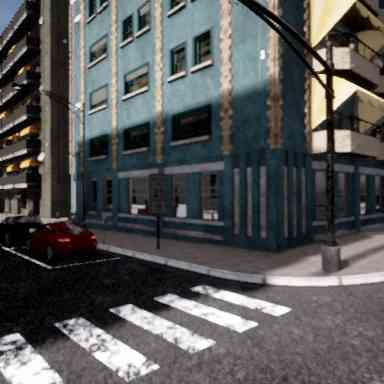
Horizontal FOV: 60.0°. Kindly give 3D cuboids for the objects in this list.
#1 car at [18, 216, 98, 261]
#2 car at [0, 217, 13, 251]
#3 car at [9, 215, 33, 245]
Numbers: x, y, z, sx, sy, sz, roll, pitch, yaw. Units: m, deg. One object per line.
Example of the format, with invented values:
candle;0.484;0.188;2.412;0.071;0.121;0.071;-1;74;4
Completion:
car;-5.225;1.805;13.218;1.802;1.307;4.206;-1;-1;-42
car;-9.284;1.823;13.759;2.033;1.411;5.357;0;-1;-41
car;-8.908;1.882;17.334;1.947;1.339;4.313;-1;-1;-42
